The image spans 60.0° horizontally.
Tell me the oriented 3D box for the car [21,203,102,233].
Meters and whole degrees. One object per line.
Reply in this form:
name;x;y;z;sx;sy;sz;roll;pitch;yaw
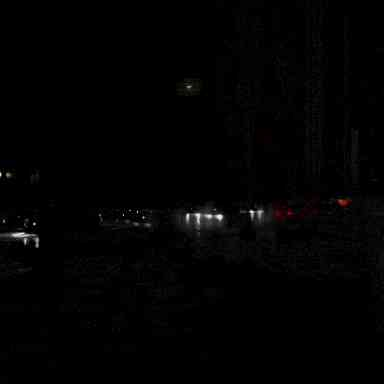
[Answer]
car;-7.469;1.573;19.838;1.994;1.385;4.181;0;0;36

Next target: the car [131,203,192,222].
car;-2.373;1.621;26.937;1.895;1.301;4.718;0;0;36

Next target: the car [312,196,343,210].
car;17.708;1.420;43.416;2.097;1.767;4.553;0;0;36

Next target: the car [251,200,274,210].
car;9.346;1.540;43.180;2.128;1.511;4.902;0;0;36

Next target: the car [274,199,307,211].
car;12.354;1.581;41.620;1.812;1.442;4.674;0;0;36

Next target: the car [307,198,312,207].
car;18.338;1.596;50.037;1.812;1.442;4.674;0;0;36

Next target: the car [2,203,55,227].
car;-9.862;1.495;22.080;2.128;1.511;4.902;0;0;36

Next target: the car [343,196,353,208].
car;23.469;1.434;51.444;2.097;1.767;4.553;0;0;36

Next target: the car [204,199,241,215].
car;3.477;1.598;35.065;1.994;1.385;4.181;0;0;36

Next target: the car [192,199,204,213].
car;1.350;1.555;37.686;1.812;1.442;4.674;0;0;36

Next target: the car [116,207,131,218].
car;-4.458;1.616;29.603;1.895;1.301;4.718;0;0;36
